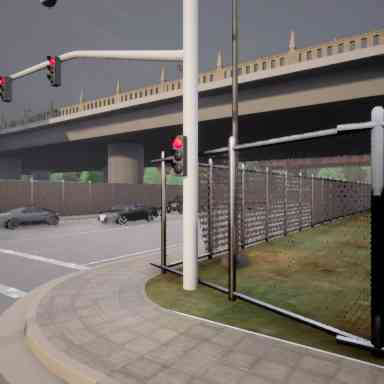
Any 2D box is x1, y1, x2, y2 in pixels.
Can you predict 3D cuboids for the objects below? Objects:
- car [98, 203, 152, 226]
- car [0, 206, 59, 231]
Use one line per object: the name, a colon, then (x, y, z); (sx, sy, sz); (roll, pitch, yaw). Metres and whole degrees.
car: (-4.586, 1.547, 24.192); (2.128, 1.511, 4.902); (0, 0, 35)
car: (-10.793, 1.618, 21.479); (1.994, 1.385, 4.181); (0, 0, 35)
